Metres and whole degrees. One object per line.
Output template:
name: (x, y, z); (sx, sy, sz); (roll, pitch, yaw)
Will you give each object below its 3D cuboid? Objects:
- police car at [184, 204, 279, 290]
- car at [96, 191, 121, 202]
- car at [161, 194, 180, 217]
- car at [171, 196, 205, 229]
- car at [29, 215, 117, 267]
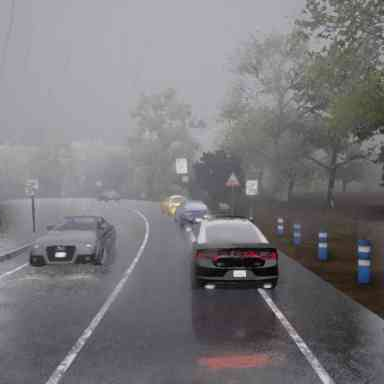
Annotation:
police car: (0.865, 1.369, 9.147); (1.930, 1.638, 5.238); (0, 1, -2)
car: (-11.739, 0.610, 46.402); (2.033, 1.411, 5.357); (-5, 3, -35)
car: (-1.219, 0.937, 25.653); (1.801, 1.575, 5.366); (-2, 2, -14)
car: (0.036, 1.201, 19.322); (1.812, 1.442, 4.674); (-1, 2, -8)
car: (-3.724, 1.494, 11.087); (1.994, 1.385, 4.181); (0, 1, -4)
